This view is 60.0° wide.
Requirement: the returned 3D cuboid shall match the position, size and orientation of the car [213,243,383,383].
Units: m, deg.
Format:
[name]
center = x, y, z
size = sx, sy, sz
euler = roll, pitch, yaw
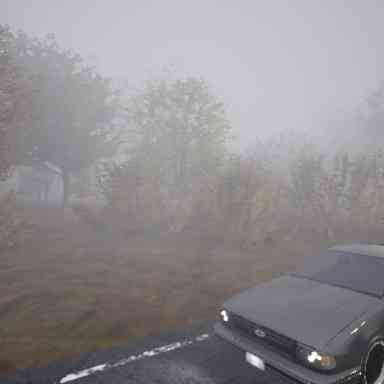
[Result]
[car]
center = 2.921, 1.601, 5.385
size = 5.357, 1.411, 2.033
euler = 1, 0, -35
